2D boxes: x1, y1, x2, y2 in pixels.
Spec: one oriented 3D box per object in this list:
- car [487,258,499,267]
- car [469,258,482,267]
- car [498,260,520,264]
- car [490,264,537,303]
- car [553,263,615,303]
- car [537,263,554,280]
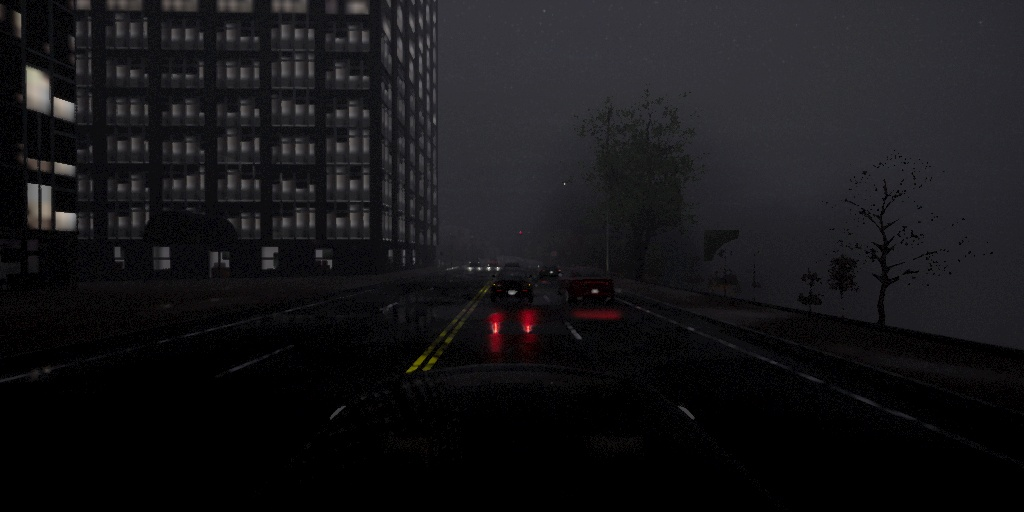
[{"bbox_3d":[-3.250,1.144,64.504,2.097,1.767,4.553,0,0,0],"label":"car"},{"bbox_3d":[-6.501,1.145,64.505,2.097,1.767,4.553,0,0,0],"label":"car"},{"bbox_3d":[0.000,1.259,31.502,1.837,1.490,4.892,0,0,0],"label":"car"},{"bbox_3d":[0.000,1.278,16.502,1.812,1.442,4.674,0,0,0],"label":"car"},{"bbox_3d":[3.250,1.230,16.502,1.882,1.535,5.008,0,0,0],"label":"car"},{"bbox_3d":[3.250,1.315,31.503,1.994,1.385,4.181,0,0,0],"label":"car"}]
